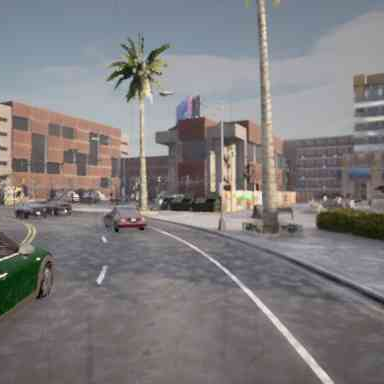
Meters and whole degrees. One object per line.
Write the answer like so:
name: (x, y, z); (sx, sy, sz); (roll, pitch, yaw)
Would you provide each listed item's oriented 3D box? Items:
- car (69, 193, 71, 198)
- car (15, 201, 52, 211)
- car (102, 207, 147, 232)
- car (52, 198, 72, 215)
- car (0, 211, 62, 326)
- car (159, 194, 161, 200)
car: (-25.931, 1.575, 64.881); (4.553, 1.767, 2.185); (0, 0, 28)
car: (-14.868, 1.680, 30.678); (1.812, 1.442, 4.674); (0, 0, -41)
car: (-4.365, 1.647, 21.085); (2.033, 1.411, 5.357); (0, 0, -25)
car: (-14.433, 1.679, 35.216); (1.837, 1.490, 4.892); (1, -1, -45)
car: (-4.008, 1.382, 5.672); (2.097, 1.767, 4.553); (0, 0, -6)
car: (-5.759, 1.726, 66.924); (4.674, 1.452, 2.002); (0, 0, 28)
